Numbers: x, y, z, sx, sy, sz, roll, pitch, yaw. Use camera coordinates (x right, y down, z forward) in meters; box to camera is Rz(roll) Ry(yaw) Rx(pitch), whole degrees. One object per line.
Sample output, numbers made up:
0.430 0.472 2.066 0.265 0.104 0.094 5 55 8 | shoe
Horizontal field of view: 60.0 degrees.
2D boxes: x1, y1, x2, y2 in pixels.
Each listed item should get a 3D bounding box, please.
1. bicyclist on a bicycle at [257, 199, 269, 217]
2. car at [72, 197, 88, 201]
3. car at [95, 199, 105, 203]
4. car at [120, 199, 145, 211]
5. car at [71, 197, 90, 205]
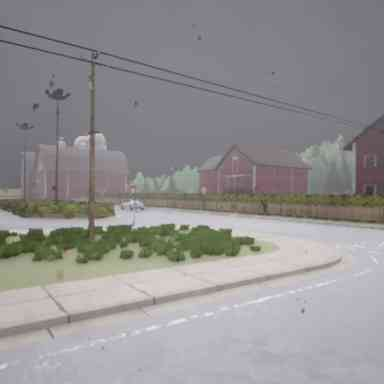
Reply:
6.650 1.518 31.138 1.656 1.620 0.582 0 0 -36 | bicyclist on a bicycle
-18.122 1.708 52.833 1.837 1.490 4.892 1 0 -36 | car
-16.538 1.781 56.616 1.895 1.301 4.718 1 0 -36 | car
-8.034 1.707 44.848 1.812 1.442 4.674 1 0 -36 | car
-21.138 1.679 62.989 2.128 1.511 4.902 1 0 -36 | car
